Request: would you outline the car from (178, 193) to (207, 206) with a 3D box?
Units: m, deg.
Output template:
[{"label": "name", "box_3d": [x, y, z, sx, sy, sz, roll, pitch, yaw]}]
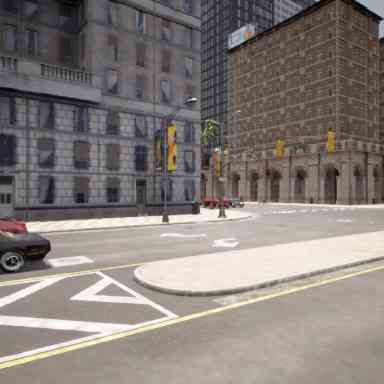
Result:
[{"label": "car", "box_3d": [-0.024, 1.221, 57.104, 2.150, 2.045, 5.566, 0, 0, -34]}]

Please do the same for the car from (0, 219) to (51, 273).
[{"label": "car", "box_3d": [-6.569, 1.601, 9.158, 4.718, 1.301, 1.895, 0, 0, -35]}]

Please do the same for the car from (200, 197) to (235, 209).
[{"label": "car", "box_3d": [3.189, 1.478, 46.375, 1.882, 1.535, 5.008, 0, 0, -35]}]

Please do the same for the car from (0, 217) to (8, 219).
[{"label": "car", "box_3d": [-8.515, 1.526, 12.063, 4.674, 1.442, 1.812, 0, 0, -35]}]

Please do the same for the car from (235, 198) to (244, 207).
[{"label": "car", "box_3d": [5.618, 1.491, 49.006, 2.128, 1.511, 4.902, 0, 0, -35]}]
